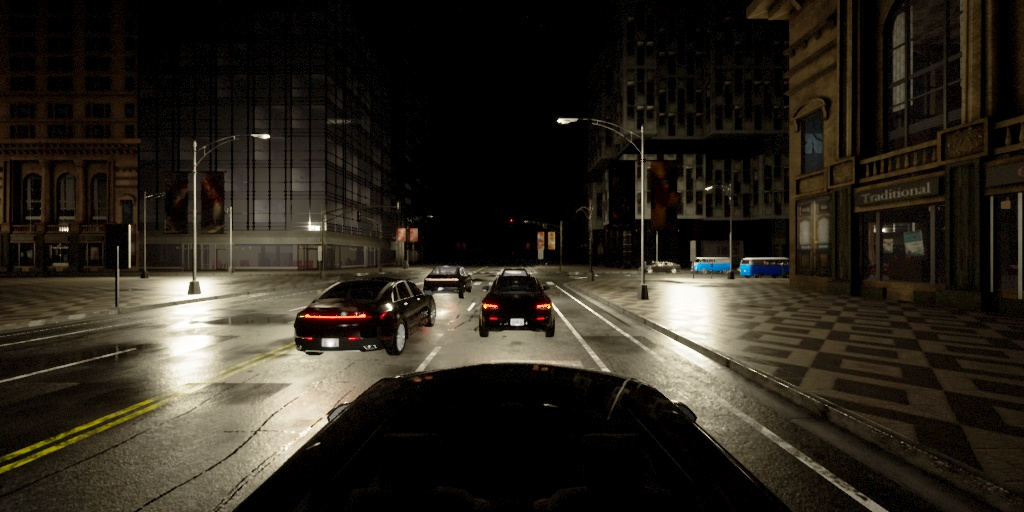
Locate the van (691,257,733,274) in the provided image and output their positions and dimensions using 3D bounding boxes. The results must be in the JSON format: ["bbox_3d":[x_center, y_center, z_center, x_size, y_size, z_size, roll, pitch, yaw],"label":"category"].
[{"bbox_3d":[21.600,1.037,38.827,3.998,1.789,1.690,0,0,0],"label":"van"}]

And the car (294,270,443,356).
[{"bbox_3d":[-3.133,1.254,8.620,1.837,1.490,4.892,0,0,0],"label":"car"}]

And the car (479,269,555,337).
[{"bbox_3d":[0.123,1.275,10.115,1.812,1.442,4.674,0,0,0],"label":"car"}]

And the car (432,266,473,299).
[{"bbox_3d":[-3.106,1.239,18.034,2.128,1.511,4.902,0,0,0],"label":"car"}]

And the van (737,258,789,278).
[{"bbox_3d":[21.541,1.028,30.303,3.998,1.789,1.690,0,0,0],"label":"van"}]

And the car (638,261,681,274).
[{"bbox_3d":[15.981,1.258,38.867,4.403,1.370,2.007,0,0,0],"label":"car"}]

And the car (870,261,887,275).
[{"bbox_3d":[32.778,1.248,30.223,4.207,1.307,1.802,0,0,0],"label":"car"}]
